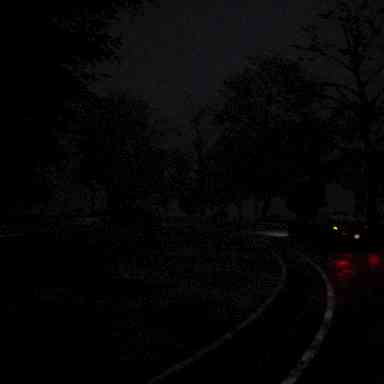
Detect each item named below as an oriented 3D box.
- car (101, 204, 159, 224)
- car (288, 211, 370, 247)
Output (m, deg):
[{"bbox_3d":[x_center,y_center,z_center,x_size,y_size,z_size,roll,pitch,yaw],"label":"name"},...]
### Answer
[{"bbox_3d":[-5.198,1.769,27.689,5.008,1.535,1.882,0,-1,19],"label":"car"},{"bbox_3d":[6.147,1.596,15.404,1.812,1.442,4.674,0,-1,-9],"label":"car"}]
